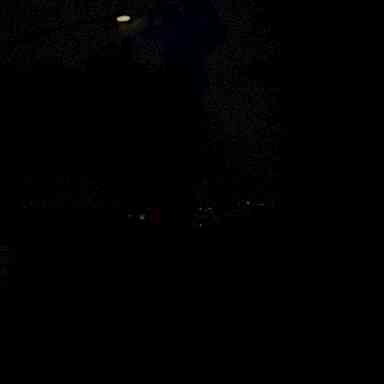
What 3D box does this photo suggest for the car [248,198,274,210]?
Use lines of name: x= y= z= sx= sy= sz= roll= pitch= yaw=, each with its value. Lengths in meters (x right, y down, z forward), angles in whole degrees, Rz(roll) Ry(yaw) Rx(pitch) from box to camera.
car: x=10.140 y=1.806 z=48.550 sx=2.033 sy=1.411 sz=5.357 roll=-3 pitch=-1 yaw=23

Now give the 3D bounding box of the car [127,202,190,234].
car: x=-1.814 y=1.378 z=19.250 sx=2.097 sy=1.767 sz=4.553 roll=-3 pitch=-2 yaw=22

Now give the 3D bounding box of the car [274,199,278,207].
car: x=13.626 y=1.849 z=57.292 sx=1.994 sy=1.385 sz=4.181 roll=-3 pitch=-1 yaw=22

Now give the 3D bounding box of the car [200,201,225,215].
car: x=2.391 y=1.830 z=37.816 sx=1.837 sy=1.490 sz=4.892 roll=-3 pitch=-1 yaw=22

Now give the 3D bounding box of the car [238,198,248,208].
car: x=8.647 y=1.688 z=53.019 sx=1.882 sy=1.535 sz=5.008 roll=-3 pitch=-1 yaw=22
